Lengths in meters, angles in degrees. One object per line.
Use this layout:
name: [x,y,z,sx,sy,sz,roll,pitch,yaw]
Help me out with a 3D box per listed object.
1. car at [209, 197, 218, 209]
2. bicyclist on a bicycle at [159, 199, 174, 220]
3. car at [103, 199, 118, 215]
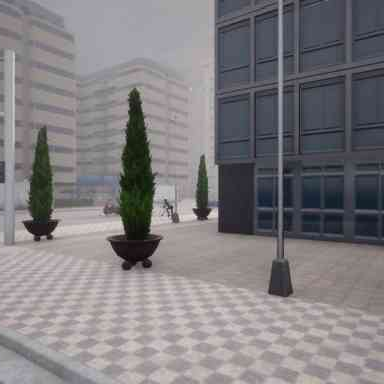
car: [3.360,1.533,47.691,1.882,1.535,5.008,0,0,35]
bicyclist on a bicycle: [-1.935,1.356,25.837,1.656,1.620,0.582,0,0,35]
car: [-6.643,1.408,33.552,2.097,1.767,4.553,0,0,35]
